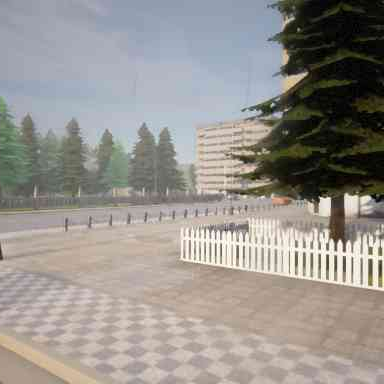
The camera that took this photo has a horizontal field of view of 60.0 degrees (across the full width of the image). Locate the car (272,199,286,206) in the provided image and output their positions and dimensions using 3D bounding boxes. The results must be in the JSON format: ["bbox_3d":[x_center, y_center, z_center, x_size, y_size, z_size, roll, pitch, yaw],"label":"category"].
[{"bbox_3d":[15.431,1.352,56.690,2.097,1.767,4.553,0,0,36],"label":"car"}]
